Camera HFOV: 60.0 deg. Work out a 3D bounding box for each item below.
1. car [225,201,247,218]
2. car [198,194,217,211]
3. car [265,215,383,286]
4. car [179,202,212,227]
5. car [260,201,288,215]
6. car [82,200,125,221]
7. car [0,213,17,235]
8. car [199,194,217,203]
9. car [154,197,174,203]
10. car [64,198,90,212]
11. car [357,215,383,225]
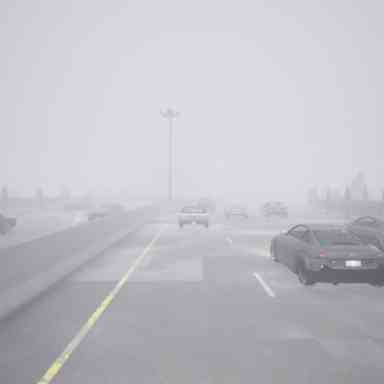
[{"bbox_3d":[3.976,1.527,30.284,1.812,1.442,4.674,0,0,4],"label":"car"},{"bbox_3d":[1.863,1.353,40.624,2.097,1.767,4.553,0,0,10],"label":"car"},{"bbox_3d":[3.601,1.565,9.430,1.994,1.385,4.181,0,0,0],"label":"car"},{"bbox_3d":[0.133,1.602,22.575,1.895,1.301,4.718,0,0,1],"label":"car"},{"bbox_3d":[7.460,1.549,30.403,2.033,1.411,5.357,0,0,5],"label":"car"},{"bbox_3d":[-6.917,1.548,27.425,2.033,1.411,5.357,0,0,2],"label":"car"},{"bbox_3d":[-10.579,1.601,16.109,1.895,1.301,4.718,0,0,0],"label":"car"},{"bbox_3d":[3.242,1.291,67.712,2.097,1.767,4.553,0,0,26],"label":"car"},{"bbox_3d":[-4.743,1.548,57.449,2.033,1.411,5.357,0,0,19],"label":"car"},{"bbox_3d":[-12.867,1.478,38.450,1.882,1.535,5.008,0,0,9],"label":"car"},{"bbox_3d":[7.101,1.565,12.574,1.994,1.385,4.181,0,0,0],"label":"car"}]
